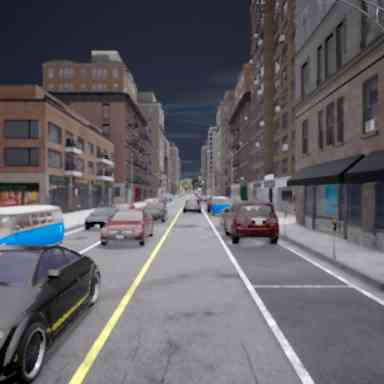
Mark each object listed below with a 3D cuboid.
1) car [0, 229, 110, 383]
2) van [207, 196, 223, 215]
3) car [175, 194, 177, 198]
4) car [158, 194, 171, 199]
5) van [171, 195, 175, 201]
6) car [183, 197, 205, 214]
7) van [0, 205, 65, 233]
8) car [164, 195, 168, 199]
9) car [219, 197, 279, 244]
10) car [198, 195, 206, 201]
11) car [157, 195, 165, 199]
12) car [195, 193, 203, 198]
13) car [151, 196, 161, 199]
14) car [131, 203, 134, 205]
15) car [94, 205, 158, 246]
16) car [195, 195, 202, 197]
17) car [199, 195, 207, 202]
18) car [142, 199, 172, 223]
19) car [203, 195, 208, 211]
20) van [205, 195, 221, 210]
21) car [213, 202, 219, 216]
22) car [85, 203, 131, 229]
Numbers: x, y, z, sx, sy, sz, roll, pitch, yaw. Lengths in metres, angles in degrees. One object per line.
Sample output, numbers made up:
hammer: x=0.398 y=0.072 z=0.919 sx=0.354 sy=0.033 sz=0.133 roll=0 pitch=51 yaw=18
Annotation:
car: x=-2.851 y=1.565 z=5.198 sx=1.994 sy=1.385 sz=4.181 roll=0 pitch=0 yaw=0
van: x=2.676 y=1.355 z=32.028 sx=1.690 sy=1.788 sz=3.998 roll=0 pitch=0 yaw=0
car: x=-5.425 y=1.578 z=80.679 sx=2.008 sy=1.369 sz=4.403 roll=0 pitch=0 yaw=0
car: x=-5.421 y=1.335 z=59.054 sx=2.192 sy=1.841 sz=5.009 roll=0 pitch=0 yaw=0
van: x=-5.424 y=1.366 z=75.273 sx=1.690 sy=1.788 sz=3.998 roll=0 pitch=0 yaw=0
car: x=0.043 y=1.578 z=36.190 sx=1.994 sy=1.385 sz=4.181 roll=0 pitch=0 yaw=0
van: x=-5.412 y=1.344 z=10.398 sx=1.690 sy=1.788 sz=3.998 roll=0 pitch=0 yaw=0
car: x=-5.420 y=1.584 z=53.648 sx=1.947 sy=1.339 sz=4.313 roll=0 pitch=0 yaw=0
car: x=2.698 y=1.323 z=15.809 sx=2.192 sy=1.841 sz=5.009 roll=0 pitch=0 yaw=0
car: x=2.602 y=1.584 z=86.090 sx=2.008 sy=1.369 sz=4.403 roll=0 pitch=0 yaw=0
car: x=-5.419 y=1.567 z=48.241 sx=2.008 sy=1.369 sz=4.403 roll=0 pitch=0 yaw=0
car: x=2.234 y=1.378 z=65.323 sx=2.097 sy=1.767 sz=4.553 roll=0 pitch=0 yaw=0
car: x=-5.418 y=1.540 z=42.666 sx=1.752 sy=1.417 sz=4.829 roll=0 pitch=0 yaw=0
car: x=-5.415 y=1.553 z=26.617 sx=1.887 sy=1.381 sz=4.507 roll=0 pitch=0 yaw=0
car: x=-2.855 y=1.531 z=15.499 sx=1.812 sy=1.442 sz=4.674 roll=0 pitch=0 yaw=0
car: x=-0.001 y=1.583 z=47.496 sx=1.994 sy=1.385 sz=4.181 roll=0 pitch=0 yaw=0
car: x=2.609 y=1.556 z=80.854 sx=1.752 sy=1.417 sz=4.829 roll=0 pitch=0 yaw=0
car: x=-2.847 y=1.514 z=25.845 sx=1.837 sy=1.490 sz=4.892 roll=0 pitch=0 yaw=0
car: x=2.668 y=1.331 z=37.435 sx=2.192 sy=1.841 sz=5.009 roll=0 pitch=0 yaw=0
van: x=2.661 y=1.359 z=42.841 sx=1.690 sy=1.788 sz=3.998 roll=0 pitch=0 yaw=0
car: x=2.691 y=1.561 z=21.215 sx=2.008 sy=1.369 sz=4.403 roll=0 pitch=0 yaw=0
car: x=-5.414 y=1.573 z=21.210 sx=1.947 sy=1.339 sz=4.313 roll=0 pitch=0 yaw=0
